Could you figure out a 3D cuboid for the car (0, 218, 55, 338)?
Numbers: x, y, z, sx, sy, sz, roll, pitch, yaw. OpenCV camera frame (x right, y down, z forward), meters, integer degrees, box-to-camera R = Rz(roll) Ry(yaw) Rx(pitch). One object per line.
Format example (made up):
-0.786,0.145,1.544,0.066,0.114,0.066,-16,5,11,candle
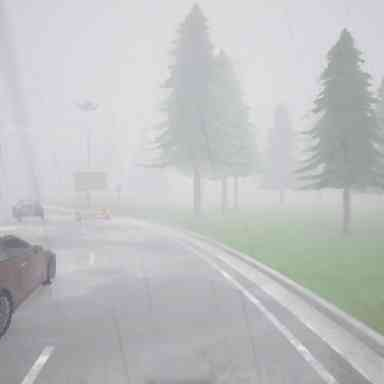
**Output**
-3.978,1.503,6.216,1.812,1.442,4.674,-1,1,-9,car

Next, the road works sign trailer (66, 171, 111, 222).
-7.601,0.277,24.745,2.380,3.560,2.880,-1,1,-35,road works sign trailer

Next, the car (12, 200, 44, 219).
-12.906,1.354,26.127,2.128,1.511,4.902,-1,1,-33,car

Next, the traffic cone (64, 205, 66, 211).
-13.797,1.714,36.280,0.340,0.580,0.340,-1,1,-35,traffic cone

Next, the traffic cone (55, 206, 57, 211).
-14.617,1.731,35.707,0.340,0.580,0.340,-1,1,-35,traffic cone

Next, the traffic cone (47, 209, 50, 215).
-12.815,1.777,29.644,0.340,0.580,0.340,-1,1,-35,traffic cone
